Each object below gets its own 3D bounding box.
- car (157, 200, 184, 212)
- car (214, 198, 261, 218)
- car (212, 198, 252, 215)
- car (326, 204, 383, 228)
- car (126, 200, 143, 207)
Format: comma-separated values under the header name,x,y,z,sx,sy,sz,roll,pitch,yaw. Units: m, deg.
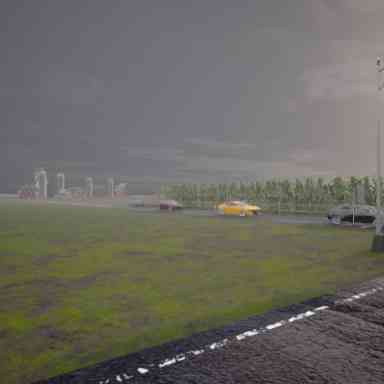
name,x,y,z,sx,sy,sz,roll,pitch,yaw
car,-2.937,1.803,44.519,1.882,1.535,5.008,1,0,-35
car,4.688,1.692,33.308,1.882,1.535,5.008,0,-1,-34
car,4.569,1.618,38.700,2.097,1.767,4.553,0,-1,-34
car,11.822,1.593,23.089,2.128,1.511,4.902,0,-1,-38
car,-10.614,2.078,60.972,1.994,1.385,4.181,0,-1,-34
